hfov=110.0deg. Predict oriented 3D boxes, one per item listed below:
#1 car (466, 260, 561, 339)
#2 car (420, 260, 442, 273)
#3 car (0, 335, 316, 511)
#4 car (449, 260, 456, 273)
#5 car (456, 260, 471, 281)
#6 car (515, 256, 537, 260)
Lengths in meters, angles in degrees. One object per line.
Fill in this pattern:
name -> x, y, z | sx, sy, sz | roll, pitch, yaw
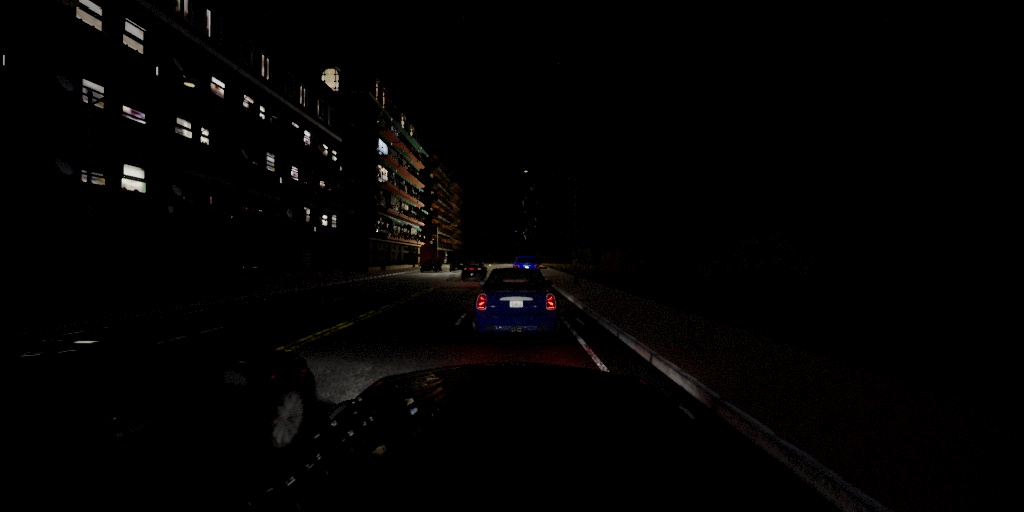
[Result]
car -> 0.103, 1.104, 10.194 | 2.097, 1.767, 4.553 | 0, 0, 0
car -> -9.829, 1.231, 43.790 | 1.882, 1.535, 5.008 | 0, 0, 0
car -> -3.151, 1.253, 2.135 | 1.837, 1.490, 4.892 | 0, -1, 0
car -> -6.579, 1.258, 44.488 | 1.837, 1.490, 4.892 | 0, 0, 0
car -> -3.136, 1.241, 30.530 | 2.128, 1.511, 4.902 | 0, -1, 0
car -> 1.151, 0.979, 30.148 | 2.150, 2.045, 5.566 | 0, 0, 0
